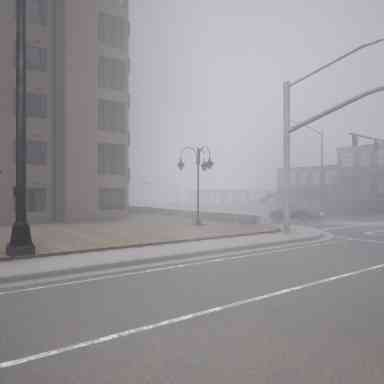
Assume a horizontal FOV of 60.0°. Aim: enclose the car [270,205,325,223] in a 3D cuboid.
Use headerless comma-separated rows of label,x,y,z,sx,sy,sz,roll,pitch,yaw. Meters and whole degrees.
car,8.905,1.848,28.471,2.128,1.511,4.902,1,-5,-36
